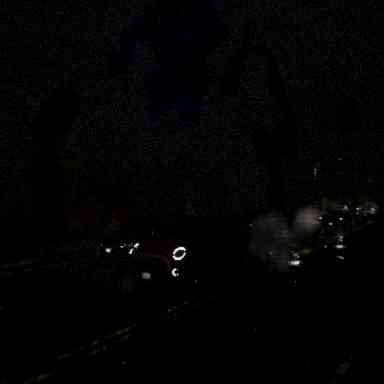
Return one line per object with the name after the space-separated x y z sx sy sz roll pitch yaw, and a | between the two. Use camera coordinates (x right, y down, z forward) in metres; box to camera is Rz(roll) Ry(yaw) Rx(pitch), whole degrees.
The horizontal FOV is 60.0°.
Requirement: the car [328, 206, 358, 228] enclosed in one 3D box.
11.623 2.087 26.617 1.895 1.301 4.718 -1 -2 36 | car

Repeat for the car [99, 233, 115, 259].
-1.544 1.835 13.663 1.837 1.490 4.892 -1 -2 35 | car

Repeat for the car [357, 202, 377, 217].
21.204 2.039 40.116 2.097 1.767 4.553 -1 -1 35 | car

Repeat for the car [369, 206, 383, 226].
16.096 2.054 27.192 1.895 1.301 4.718 -1 -2 36 | car

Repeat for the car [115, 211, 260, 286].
0.117 1.592 10.385 2.097 1.767 4.553 -1 -2 35 | car

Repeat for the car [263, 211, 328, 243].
5.860 1.928 18.513 1.994 1.385 4.181 -1 -2 35 | car

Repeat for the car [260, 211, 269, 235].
4.255 1.981 21.869 1.812 1.442 4.674 -1 -2 35 | car
